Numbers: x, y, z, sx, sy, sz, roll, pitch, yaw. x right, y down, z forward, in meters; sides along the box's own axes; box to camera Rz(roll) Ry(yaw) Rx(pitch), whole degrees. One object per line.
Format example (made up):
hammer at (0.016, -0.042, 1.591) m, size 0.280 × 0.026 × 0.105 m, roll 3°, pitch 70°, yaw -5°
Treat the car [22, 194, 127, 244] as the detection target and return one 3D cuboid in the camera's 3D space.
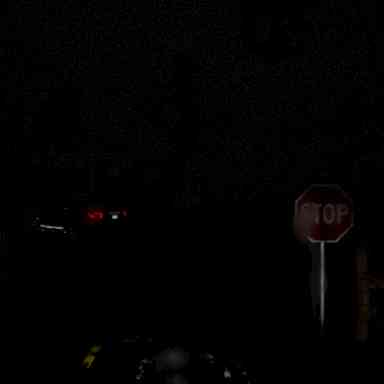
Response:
car at (-5.486, 1.107, 15.405) m, size 5.566 × 2.045 × 2.150 m, roll 1°, pitch -2°, yaw 34°
